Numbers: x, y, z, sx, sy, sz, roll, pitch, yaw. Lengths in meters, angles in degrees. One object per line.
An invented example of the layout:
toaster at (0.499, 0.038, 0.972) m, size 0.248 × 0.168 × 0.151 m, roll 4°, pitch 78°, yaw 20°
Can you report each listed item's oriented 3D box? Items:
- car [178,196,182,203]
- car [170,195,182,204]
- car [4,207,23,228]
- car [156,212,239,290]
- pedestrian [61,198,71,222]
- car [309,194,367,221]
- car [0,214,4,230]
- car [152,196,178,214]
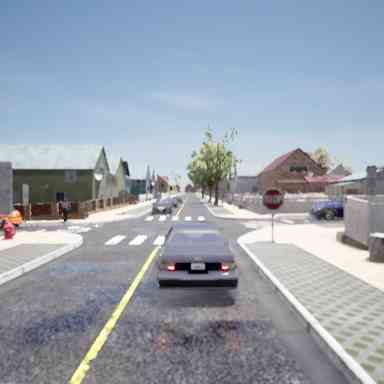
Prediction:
car at (-2.823, 1.369, 44.891) m, size 2.033 × 1.411 × 5.357 m, roll 0°, pitch 0°, yaw 0°
car at (-2.780, 1.324, 59.158) m, size 1.994 × 1.385 × 4.181 m, roll 0°, pitch 0°, yaw 1°
car at (-14.076, 1.642, 22.414) m, size 4.553 × 1.767 × 2.097 m, roll -2°, pitch -1°, yaw 1°
car at (0.075, 1.513, 9.107) m, size 2.033 × 1.411 × 5.357 m, roll 0°, pitch 0°, yaw -1°
pedestrian at (-9.685, 1.360, 25.431) m, size 0.375 × 1.860 × 0.375 m, roll 0°, pitch 1°, yaw 0°
car at (10.395, 0.977, 22.706) m, size 4.553 × 1.767 × 2.097 m, roll -2°, pitch -1°, yaw 2°
car at (-14.121, 1.844, 19.539) m, size 4.718 × 1.301 × 1.895 m, roll -2°, pitch -1°, yaw 0°
car at (-2.835, 1.363, 32.841) m, size 2.128 × 1.511 × 4.902 m, roll 0°, pitch 0°, yaw 0°
